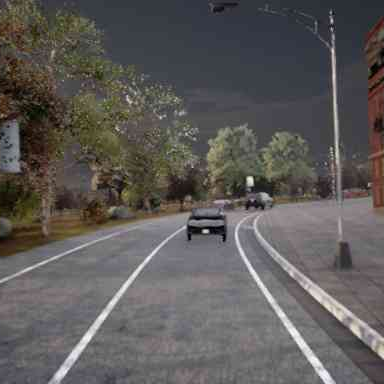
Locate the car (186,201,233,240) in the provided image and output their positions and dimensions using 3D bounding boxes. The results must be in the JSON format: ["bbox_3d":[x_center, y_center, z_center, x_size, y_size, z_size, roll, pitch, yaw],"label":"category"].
[{"bbox_3d":[0.869,1.461,16.703,2.128,1.511,4.902,-1,0,7],"label":"car"}]

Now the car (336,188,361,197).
[{"bbox_3d":[31.407,0.331,66.775,5.566,2.045,2.150,-3,-3,-29],"label":"car"}]

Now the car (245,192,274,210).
[{"bbox_3d":[7.955,1.039,39.056,2.150,2.045,5.566,-3,-1,29],"label":"car"}]

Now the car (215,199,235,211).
[{"bbox_3d":[3.304,1.518,37.351,1.812,1.442,4.674,-3,-1,27],"label":"car"}]
